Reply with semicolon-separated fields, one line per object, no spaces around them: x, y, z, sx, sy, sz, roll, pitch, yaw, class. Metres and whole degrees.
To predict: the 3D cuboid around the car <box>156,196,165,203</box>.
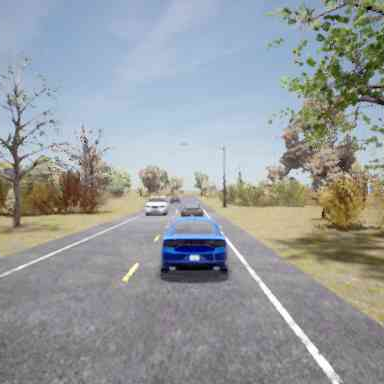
-7.241;1.741;77.188;1.882;1.535;5.008;0;0;-3;car

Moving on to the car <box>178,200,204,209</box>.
0.007;1.686;28.886;2.128;1.511;4.902;0;0;0;car

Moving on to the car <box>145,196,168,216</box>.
-3.745;1.455;35.988;2.150;2.045;5.566;0;0;-1;car

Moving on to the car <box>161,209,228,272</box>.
0.068;1.554;11.056;1.882;1.535;5.008;0;0;0;car

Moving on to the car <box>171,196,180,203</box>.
-3.665;1.605;73.624;2.097;1.767;4.553;0;0;-2;car

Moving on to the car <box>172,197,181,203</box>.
-3.816;1.920;80.890;1.994;1.385;4.181;0;0;0;car
